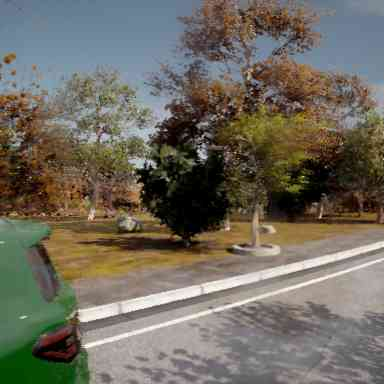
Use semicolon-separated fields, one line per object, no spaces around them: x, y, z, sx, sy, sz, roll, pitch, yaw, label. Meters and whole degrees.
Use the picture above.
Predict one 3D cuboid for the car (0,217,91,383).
-3.393;1.226;1.665;5.566;2.045;2.150;0;0;-35;car
